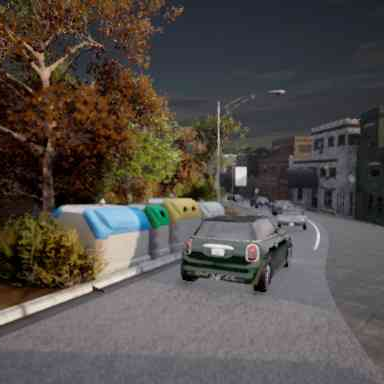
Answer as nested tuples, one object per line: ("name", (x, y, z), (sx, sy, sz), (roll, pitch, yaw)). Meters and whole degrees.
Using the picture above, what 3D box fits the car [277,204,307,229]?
("car", (6.942, 1.765, 23.188), (1.895, 1.301, 4.718), (1, 0, 17))

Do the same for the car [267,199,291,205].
("car", (9.403, 1.551, 35.044), (2.097, 1.767, 4.553), (0, 0, 8))

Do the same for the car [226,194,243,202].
("car", (7.975, 1.055, 62.321), (2.033, 1.411, 5.357), (-1, 3, -10))

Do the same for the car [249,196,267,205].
("car", (9.809, 1.385, 48.576), (2.097, 1.767, 4.553), (0, 1, -3))

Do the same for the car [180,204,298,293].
("car", (1.490, 1.405, 9.459), (2.097, 1.767, 4.553), (1, 0, 25))
